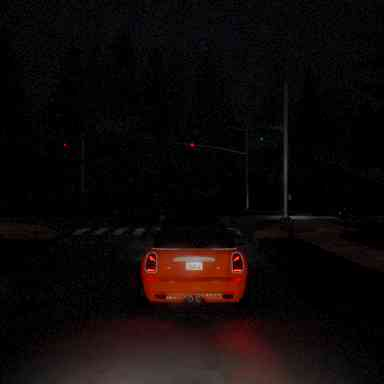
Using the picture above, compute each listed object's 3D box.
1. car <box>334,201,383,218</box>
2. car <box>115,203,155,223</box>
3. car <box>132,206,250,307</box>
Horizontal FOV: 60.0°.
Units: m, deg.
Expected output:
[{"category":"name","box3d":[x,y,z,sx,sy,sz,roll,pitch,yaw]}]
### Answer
[{"category":"car","box3d":[14.342,1.438,27.357,4.718,1.301,1.895,0,0,0]},{"category":"car","box3d":[-3.279,1.456,23.593,4.181,1.385,1.994,0,1,0]},{"category":"car","box3d":[0.050,1.352,8.115,2.097,1.767,4.553,0,0,0]}]
